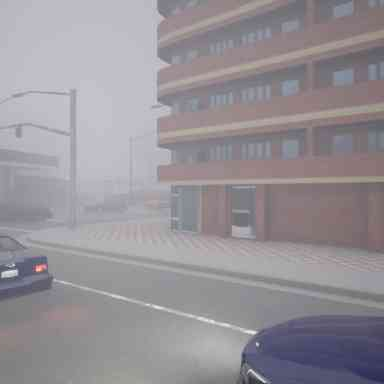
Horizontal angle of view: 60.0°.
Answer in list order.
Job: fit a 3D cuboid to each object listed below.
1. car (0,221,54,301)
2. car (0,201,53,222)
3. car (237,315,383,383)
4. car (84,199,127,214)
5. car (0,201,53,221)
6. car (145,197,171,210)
[{"bbox_3d":[-5.305,1.545,7.672,5.357,1.411,2.033,0,0,38],"label":"car"},{"bbox_3d":[-12.801,1.544,23.737,2.033,1.411,5.357,0,0,34],"label":"car"},{"bbox_3d":[2.548,1.536,2.176,4.674,1.442,1.812,0,0,35],"label":"car"},{"bbox_3d":[-9.202,1.494,35.609,1.882,1.535,5.008,0,0,34],"label":"car"},{"bbox_3d":[-14.393,1.523,27.967,1.812,1.442,4.674,0,0,34],"label":"car"},{"bbox_3d":[-4.011,1.389,43.221,2.097,1.767,4.553,0,0,34],"label":"car"}]
